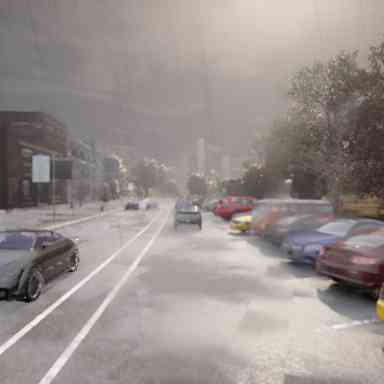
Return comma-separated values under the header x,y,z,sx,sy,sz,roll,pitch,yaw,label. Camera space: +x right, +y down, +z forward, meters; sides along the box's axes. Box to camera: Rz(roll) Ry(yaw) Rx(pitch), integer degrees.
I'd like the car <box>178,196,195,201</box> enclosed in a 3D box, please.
x,y,z,sx,sy,sz,roll,pitch,yaw,label
-1.136,1.691,41.909,2.097,1.767,4.553,0,0,-3,car

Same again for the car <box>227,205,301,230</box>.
x,y,z,sx,sy,sz,roll,pitch,yaw,label
4.951,1.697,22.982,4.674,1.452,2.002,1,0,-22,car

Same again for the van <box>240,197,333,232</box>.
x,y,z,sx,sy,sz,roll,pitch,yaw,label
5.006,1.386,16.999,4.442,1.987,1.878,1,0,-22,van

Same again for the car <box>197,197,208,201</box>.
x,y,z,sx,sy,sz,roll,pitch,yaw,label
3.823,1.866,46.724,5.008,1.535,2.097,1,-1,-24,car

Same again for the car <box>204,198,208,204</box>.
x,y,z,sx,sy,sz,roll,pitch,yaw,label
4.349,1.782,37.821,4.892,1.521,2.231,1,0,-23,car

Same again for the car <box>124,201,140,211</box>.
x,y,z,sx,sy,sz,roll,pitch,yaw,label
-8.670,2.017,48.329,1.895,1.301,4.718,0,-1,-4,car

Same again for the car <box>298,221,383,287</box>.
x,y,z,sx,sy,sz,roll,pitch,yaw,label
5.254,1.592,8.173,4.674,1.452,2.002,1,-1,-21,car

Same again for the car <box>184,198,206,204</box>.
x,y,z,sx,sy,sz,roll,pitch,yaw,label
0.756,2.241,82.263,4.792,1.488,2.163,1,0,-27,car

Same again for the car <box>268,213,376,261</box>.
x,y,z,sx,sy,sz,roll,pitch,yaw,label
5.201,1.613,11.120,4.674,1.452,2.002,0,0,-21,car

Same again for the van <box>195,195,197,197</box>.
x,y,z,sx,sy,sz,roll,pitch,yaw,label
3.321,1.737,55.671,4.442,1.987,1.878,1,-1,-24,van

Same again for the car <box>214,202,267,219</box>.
x,y,z,sx,sy,sz,roll,pitch,yaw,label
4.623,1.768,31.886,4.674,1.452,2.002,1,0,-23,car

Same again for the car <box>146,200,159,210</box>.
x,y,z,sx,sy,sz,roll,pitch,yaw,label
-6.020,1.962,50.739,1.812,1.442,4.674,0,-1,-4,car

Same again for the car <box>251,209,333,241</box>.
x,y,z,sx,sy,sz,roll,pitch,yaw,label
5.170,1.633,14.074,4.674,1.452,2.002,1,-1,-21,car

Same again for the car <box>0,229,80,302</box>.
x,y,z,sx,sy,sz,roll,pitch,yaw,label
-4.322,1.634,8.263,1.994,1.385,4.181,0,0,-1,car

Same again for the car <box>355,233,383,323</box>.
x,y,z,sx,sy,sz,roll,pitch,yaw,label
5.466,1.530,5.267,5.366,1.575,1.946,1,-1,-21,car

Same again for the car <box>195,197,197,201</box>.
x,y,z,sx,sy,sz,roll,pitch,yaw,label
3.439,1.928,52.648,5.008,1.535,2.097,1,0,-24,car

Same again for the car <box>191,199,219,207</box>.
x,y,z,sx,sy,sz,roll,pitch,yaw,label
2.484,2.060,64.499,5.008,1.535,2.097,1,-1,-25,car

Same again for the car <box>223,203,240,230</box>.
x,y,z,sx,sy,sz,roll,pitch,yaw,label
4.863,1.628,19.943,5.366,1.575,1.946,1,0,-22,car

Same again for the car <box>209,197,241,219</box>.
x,y,z,sx,sy,sz,roll,pitch,yaw,label
4.770,1.453,28.937,5.566,2.045,2.435,1,-1,-22,car

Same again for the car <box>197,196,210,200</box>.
x,y,z,sx,sy,sz,roll,pitch,yaw,label
3.605,1.771,49.682,4.553,1.767,2.185,1,-1,-24,car

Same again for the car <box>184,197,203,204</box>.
x,y,z,sx,sy,sz,roll,pitch,yaw,label
0.371,2.081,85.188,4.553,1.767,2.185,1,0,-27,car

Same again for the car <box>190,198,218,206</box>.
x,y,z,sx,sy,sz,roll,pitch,yaw,label
2.395,2.094,67.538,5.366,1.575,1.946,1,-1,-25,car

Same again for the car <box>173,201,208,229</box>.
x,y,z,sx,sy,sz,roll,pitch,yaw,label
-0.305,1.667,23.309,2.128,1.511,4.902,0,0,-2,car

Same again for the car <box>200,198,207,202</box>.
x,y,z,sx,sy,sz,roll,pitch,yaw,label
3.982,1.866,43.744,4.792,1.488,2.163,1,0,-24,car

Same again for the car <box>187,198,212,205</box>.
x,y,z,sx,sy,sz,roll,pitch,yaw,label
1.660,2.161,73.373,5.008,1.535,2.097,1,-1,-26,car
